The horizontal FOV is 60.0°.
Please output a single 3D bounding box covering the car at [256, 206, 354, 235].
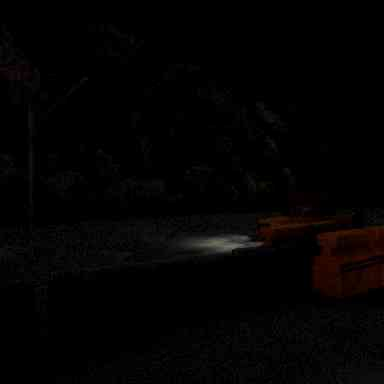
[{"bbox_3d":[5.450,1.441,16.091,5.008,1.535,1.882,0,-2,-21],"label":"car"}]
